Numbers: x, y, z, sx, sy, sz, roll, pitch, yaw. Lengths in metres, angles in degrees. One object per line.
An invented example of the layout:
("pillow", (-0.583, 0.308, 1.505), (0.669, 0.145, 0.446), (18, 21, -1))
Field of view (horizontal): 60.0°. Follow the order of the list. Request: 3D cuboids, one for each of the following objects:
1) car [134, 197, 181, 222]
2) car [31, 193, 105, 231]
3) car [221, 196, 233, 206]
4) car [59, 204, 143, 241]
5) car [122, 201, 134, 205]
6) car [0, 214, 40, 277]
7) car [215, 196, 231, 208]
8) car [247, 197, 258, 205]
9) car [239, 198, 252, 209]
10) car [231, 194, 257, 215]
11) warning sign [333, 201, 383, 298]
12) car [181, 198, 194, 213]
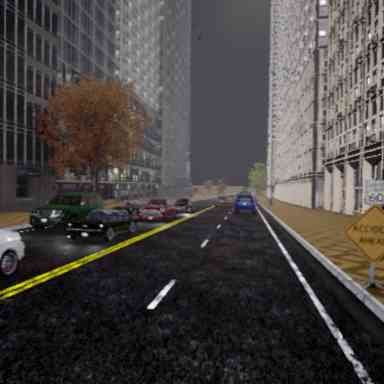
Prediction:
("car", (-2.585, 1.270, 25.922), (2.097, 1.767, 4.553), (1, 0, 10))
("car", (-6.960, 1.067, 19.388), (2.150, 2.045, 5.566), (1, 0, 10))
("car", (6.241, 1.556, 58.276), (1.812, 1.442, 4.674), (1, 0, 9))
("car", (-4.190, 1.502, 16.271), (1.895, 1.301, 4.718), (1, 0, 9))
("car", (-5.323, 1.463, 29.295), (1.895, 1.301, 4.718), (1, 0, 9))
("car", (-5.690, 1.411, 7.289), (1.812, 1.442, 4.674), (1, 0, 9))
("car", (4.597, 1.370, 48.482), (2.097, 1.767, 4.553), (1, 0, 11))
("car", (11.161, 1.640, 61.761), (1.812, 1.442, 4.674), (1, 0, 9))
("car", (7.928, 1.603, 48.997), (1.812, 1.442, 4.674), (1, 0, 10))
("car", (5.772, 1.282, 35.845), (2.150, 2.045, 5.566), (1, 0, 11))
("warning sign", (3.912, 1.179, 7.186), (1.300, 1.860, 1.060), (2, 1, 9))
("car", (-0.912, 1.440, 35.885), (1.837, 1.490, 4.892), (1, 0, 10))
